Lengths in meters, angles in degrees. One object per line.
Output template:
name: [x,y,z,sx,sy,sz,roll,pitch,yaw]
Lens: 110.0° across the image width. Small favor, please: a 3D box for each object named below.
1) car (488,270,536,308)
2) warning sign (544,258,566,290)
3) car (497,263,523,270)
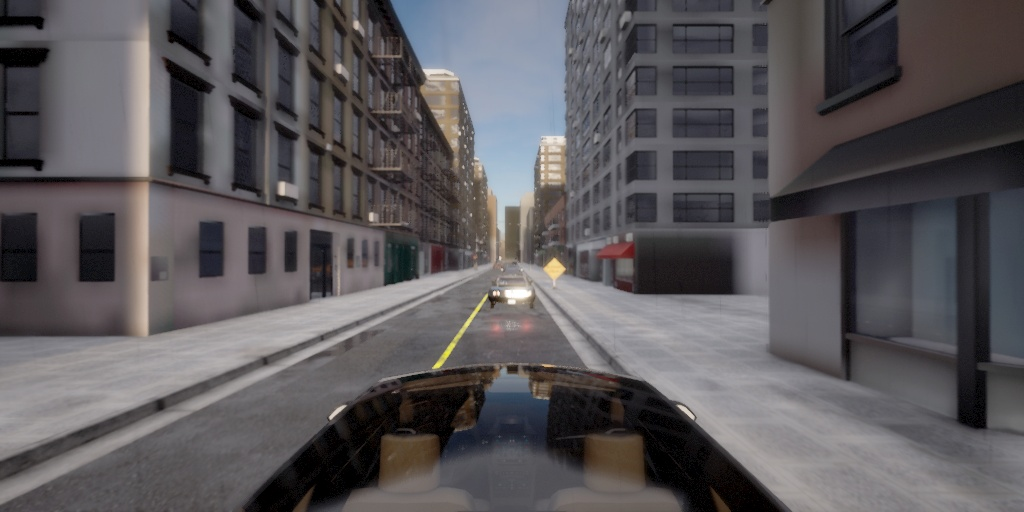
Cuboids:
car: [-0.001,1.487,15.959,1.895,1.301,4.718,0,-1,0]
warning sign: [2.513,1.052,21.215,1.300,1.860,1.060,0,0,0]
car: [-0.004,1.596,31.172,1.994,1.385,4.181,0,0,0]
